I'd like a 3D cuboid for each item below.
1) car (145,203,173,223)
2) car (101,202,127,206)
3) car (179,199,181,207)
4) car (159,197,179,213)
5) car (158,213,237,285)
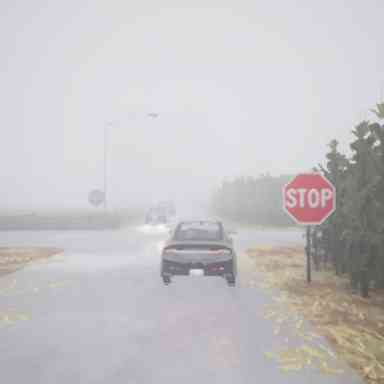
[{"bbox_3d":[-3.187,2.051,30.769,2.128,1.511,4.902,0,-1,0],"label":"car"},{"bbox_3d":[-16.228,2.776,69.243,5.357,1.411,2.033,0,-1,0],"label":"car"},{"bbox_3d":[-3.084,1.886,57.086,2.150,2.045,5.566,0,-1,0],"label":"car"},{"bbox_3d":[-3.182,2.018,41.918,2.150,2.045,5.566,0,-1,0],"label":"car"},{"bbox_3d":[0.281,1.573,9.705,2.128,1.511,4.902,0,-1,4],"label":"car"}]
